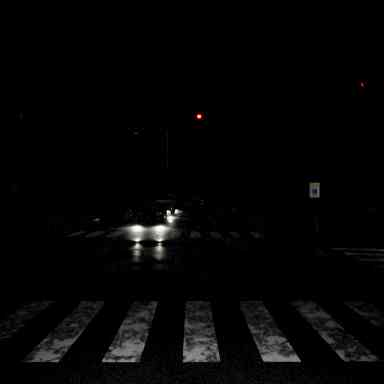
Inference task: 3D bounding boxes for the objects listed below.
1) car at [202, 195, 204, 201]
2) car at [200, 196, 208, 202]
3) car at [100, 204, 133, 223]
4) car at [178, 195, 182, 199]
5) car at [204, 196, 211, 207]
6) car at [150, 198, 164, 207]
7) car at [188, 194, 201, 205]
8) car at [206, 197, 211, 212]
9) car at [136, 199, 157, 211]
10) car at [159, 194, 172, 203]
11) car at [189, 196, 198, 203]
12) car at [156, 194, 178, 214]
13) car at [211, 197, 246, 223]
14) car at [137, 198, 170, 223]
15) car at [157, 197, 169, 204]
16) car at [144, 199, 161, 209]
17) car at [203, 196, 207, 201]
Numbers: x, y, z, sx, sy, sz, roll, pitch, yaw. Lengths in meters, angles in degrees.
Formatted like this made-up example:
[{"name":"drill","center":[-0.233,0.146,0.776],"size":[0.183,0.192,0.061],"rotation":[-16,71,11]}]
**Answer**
[{"name":"car","center":[2.988,1.481,52.521],"size":[1.967,1.590,4.097],"rotation":[0,0,0]},{"name":"car","center":[2.682,1.573,75.896],"size":[1.837,1.490,4.892],"rotation":[0,0,0]},{"name":"car","center":[-5.656,1.576,25.267],"size":[1.947,1.339,4.313],"rotation":[0,0,0]},{"name":"car","center":[-2.892,1.525,46.180],"size":[2.128,1.511,4.902],"rotation":[0,0,0]},{"name":"car","center":[2.940,1.579,41.608],"size":[2.008,1.369,4.403],"rotation":[0,0,0]},{"name":"car","center":[-5.537,1.623,52.552],"size":[1.802,1.307,4.206],"rotation":[0,0,0]},{"name":"car","center":[0.350,1.612,59.270],"size":[1.994,1.385,4.181],"rotation":[0,0,1]},{"name":"car","center":[2.916,1.588,36.152],"size":[1.947,1.339,4.313],"rotation":[0,0,0]},{"name":"car","center":[-5.585,1.579,41.638],"size":[2.008,1.369,4.403],"rotation":[0,0,0]},{"name":"car","center":[-5.466,1.375,68.923],"size":[2.192,1.841,5.009],"rotation":[0,0,0]},{"name":"car","center":[0.394,1.586,69.255],"size":[1.812,1.442,4.674],"rotation":[0,0,0]},{"name":"car","center":[-2.946,1.243,35.736],"size":[2.150,2.045,5.566],"rotation":[0,0,0]},{"name":"car","center":[2.869,1.326,25.239],"size":[2.192,1.841,5.009],"rotation":[0,0,0]},{"name":"car","center":[-2.992,1.489,25.670],"size":[1.882,1.535,5.008],"rotation":[0,0,0]},{"name":"car","center":[-5.490,1.635,63.466],"size":[1.802,1.307,4.206],"rotation":[0,0,0]},{"name":"car","center":[-5.561,1.616,47.095],"size":[1.802,1.307,4.206],"rotation":[0,0,0]},{"name":"car","center":[2.964,1.585,47.065],"size":[2.008,1.369,4.403],"rotation":[0,0,0]}]
